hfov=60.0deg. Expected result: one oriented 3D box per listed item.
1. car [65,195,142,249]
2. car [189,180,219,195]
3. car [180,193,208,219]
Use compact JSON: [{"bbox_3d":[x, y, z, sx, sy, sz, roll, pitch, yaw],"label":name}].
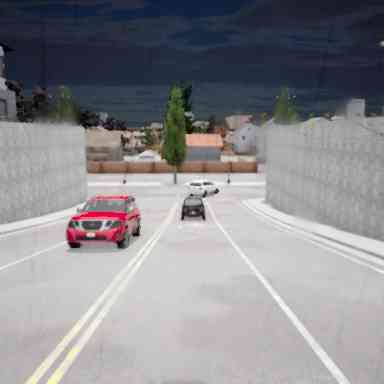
[{"bbox_3d":[-3.595,1.169,14.616,2.150,2.045,5.566,0,0,0],"label":"car"},{"bbox_3d":[1.606,-0.545,43.665,2.150,2.045,5.566,4,8,29],"label":"car"},{"bbox_3d":[0.093,1.203,26.676,1.882,1.535,5.008,0,4,0],"label":"car"}]
